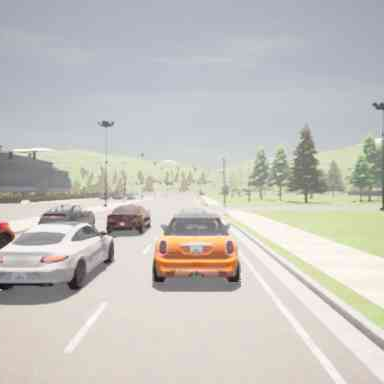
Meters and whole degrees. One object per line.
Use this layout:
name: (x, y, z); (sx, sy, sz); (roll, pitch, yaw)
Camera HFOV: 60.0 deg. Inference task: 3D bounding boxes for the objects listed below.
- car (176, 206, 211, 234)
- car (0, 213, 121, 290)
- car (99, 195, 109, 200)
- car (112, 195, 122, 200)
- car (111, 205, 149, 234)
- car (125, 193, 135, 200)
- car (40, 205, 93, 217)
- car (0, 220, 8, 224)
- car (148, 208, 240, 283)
car: (0.063, 1.575, 19.977); (1.895, 1.301, 4.718); (0, 0, 0)
car: (-3.424, 1.514, 8.934); (1.812, 1.442, 4.674); (0, 0, 1)
car: (-23.316, 1.412, 88.060); (1.812, 1.442, 4.674); (0, 0, 0)
car: (-19.816, 1.440, 88.070); (1.994, 1.385, 4.181); (0, 0, 0)
car: (-3.493, 1.453, 19.116); (1.882, 1.535, 5.008); (0, 0, 0)
car: (-16.316, 1.482, 88.047); (1.895, 1.301, 4.718); (0, 0, 0)
car: (-6.993, 1.467, 19.135); (2.128, 1.511, 4.902); (0, 0, 0)
car: (-6.932, 1.210, 8.621); (2.150, 2.045, 5.566); (0, 0, 1)
car: (0.102, 1.340, 9.793); (2.097, 1.767, 4.553); (0, 0, 0)
